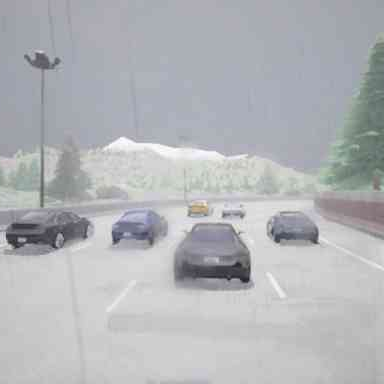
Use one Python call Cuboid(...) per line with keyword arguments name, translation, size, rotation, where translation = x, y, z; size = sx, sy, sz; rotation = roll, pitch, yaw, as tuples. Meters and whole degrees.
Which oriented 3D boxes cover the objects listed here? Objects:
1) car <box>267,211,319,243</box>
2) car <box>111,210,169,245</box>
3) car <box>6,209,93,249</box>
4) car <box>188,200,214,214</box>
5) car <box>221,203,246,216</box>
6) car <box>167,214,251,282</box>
Cuboid(name="car", translation=(4.844, 1.613, 16.440), size=(1.994, 1.385, 4.181), rotation=(0, 0, 7))
Cuboid(name="car", translation=(-2.330, 1.550, 15.643), size=(1.812, 1.442, 4.674), rotation=(0, 0, 7))
Cuboid(name="car", translation=(-5.970, 1.515, 14.567), size=(1.837, 1.490, 4.892), rotation=(0, 0, 6))
Cuboid(name="car", translation=(0.936, 1.548, 33.102), size=(1.882, 1.535, 5.008), rotation=(0, 0, 14))
Cuboid(name="car", translation=(3.991, 1.677, 30.987), size=(1.895, 1.301, 4.718), rotation=(0, 0, 14))
Cuboid(name="car", translation=(0.618, 1.586, 9.902), size=(1.994, 1.385, 4.181), rotation=(0, 0, 4))
